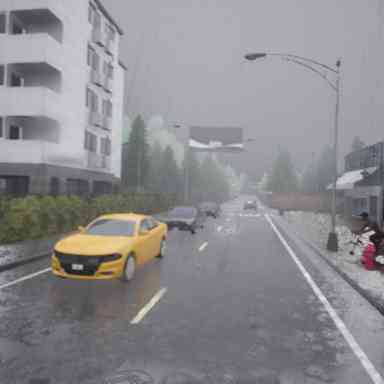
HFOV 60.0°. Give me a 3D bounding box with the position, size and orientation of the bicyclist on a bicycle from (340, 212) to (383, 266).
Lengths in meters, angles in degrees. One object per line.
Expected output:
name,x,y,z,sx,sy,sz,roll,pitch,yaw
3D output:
bicyclist on a bicycle,5.496,1.472,10.335,1.656,1.620,0.582,3,0,10

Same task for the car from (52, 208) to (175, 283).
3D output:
car,-2.093,1.401,9.824,1.882,1.535,5.008,2,0,10

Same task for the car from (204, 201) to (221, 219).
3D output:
car,1.528,1.564,29.963,2.033,1.411,5.357,2,0,10

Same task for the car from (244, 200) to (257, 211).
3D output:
car,8.534,1.893,48.544,2.033,1.411,5.357,2,0,10

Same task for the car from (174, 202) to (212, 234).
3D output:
car,-0.362,1.516,19.555,2.033,1.411,5.357,2,0,10
